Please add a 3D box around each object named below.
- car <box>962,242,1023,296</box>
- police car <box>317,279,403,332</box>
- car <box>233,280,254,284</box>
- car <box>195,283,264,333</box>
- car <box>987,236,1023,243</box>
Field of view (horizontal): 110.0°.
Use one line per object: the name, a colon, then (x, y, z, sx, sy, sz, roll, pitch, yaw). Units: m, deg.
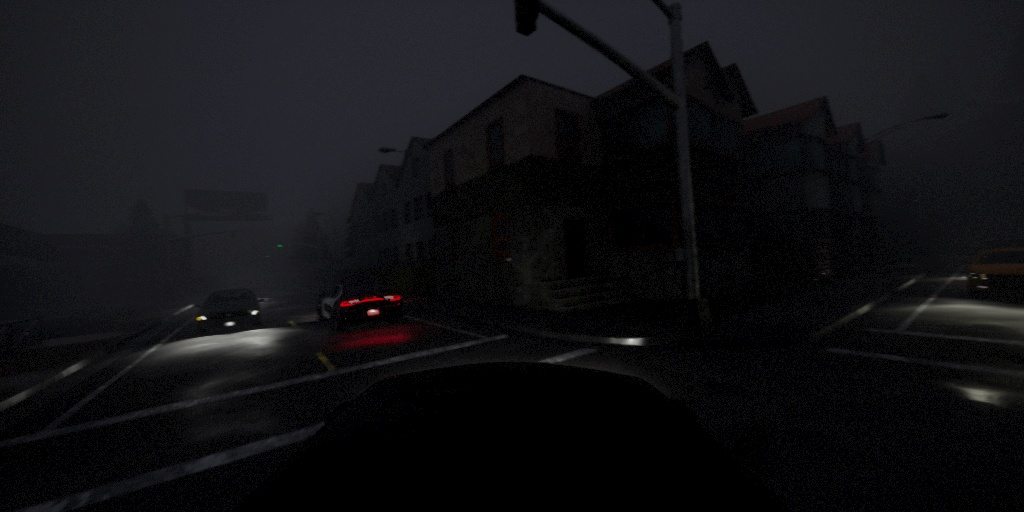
car: (16.999, 0.454, 12.152, 5.008, 1.535, 1.882, -3, -1, -36)
police car: (-5.633, 1.644, 12.845, 2.038, 1.542, 4.974, -3, -1, -36)
car: (-24.228, 2.907, 32.384, 2.128, 1.511, 4.902, -3, -1, -36)
car: (-11.111, 2.017, 14.257, 2.033, 1.411, 5.357, -3, -1, -36)
car: (25.749, -0.123, 18.577, 4.553, 1.767, 2.097, -3, -1, -36)
